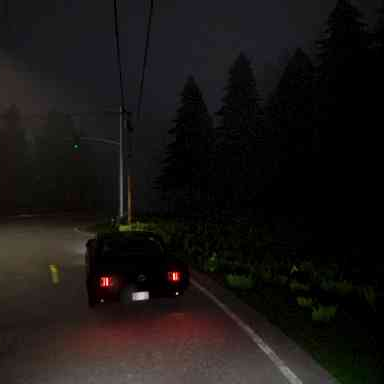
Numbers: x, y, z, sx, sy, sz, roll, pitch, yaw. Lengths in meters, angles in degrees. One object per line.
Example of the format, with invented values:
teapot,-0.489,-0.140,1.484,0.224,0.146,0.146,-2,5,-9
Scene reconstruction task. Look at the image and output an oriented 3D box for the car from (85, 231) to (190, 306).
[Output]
car,-1.615,1.600,8.148,1.895,1.301,4.718,0,0,-18
